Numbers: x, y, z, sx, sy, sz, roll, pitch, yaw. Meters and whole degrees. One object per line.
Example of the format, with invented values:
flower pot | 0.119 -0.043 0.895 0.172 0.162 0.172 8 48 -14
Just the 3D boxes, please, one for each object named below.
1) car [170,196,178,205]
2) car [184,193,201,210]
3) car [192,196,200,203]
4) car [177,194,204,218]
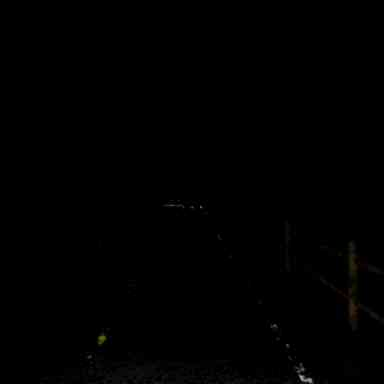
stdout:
car | -2.886 1.473 59.788 1.882 1.535 5.008 0 0 0
car | 0.016 1.221 45.148 2.150 2.045 5.566 0 0 0
car | 0.856 1.516 71.582 1.812 1.442 4.674 0 0 0
car | 0.029 1.353 30.436 2.097 1.767 4.553 0 0 0
